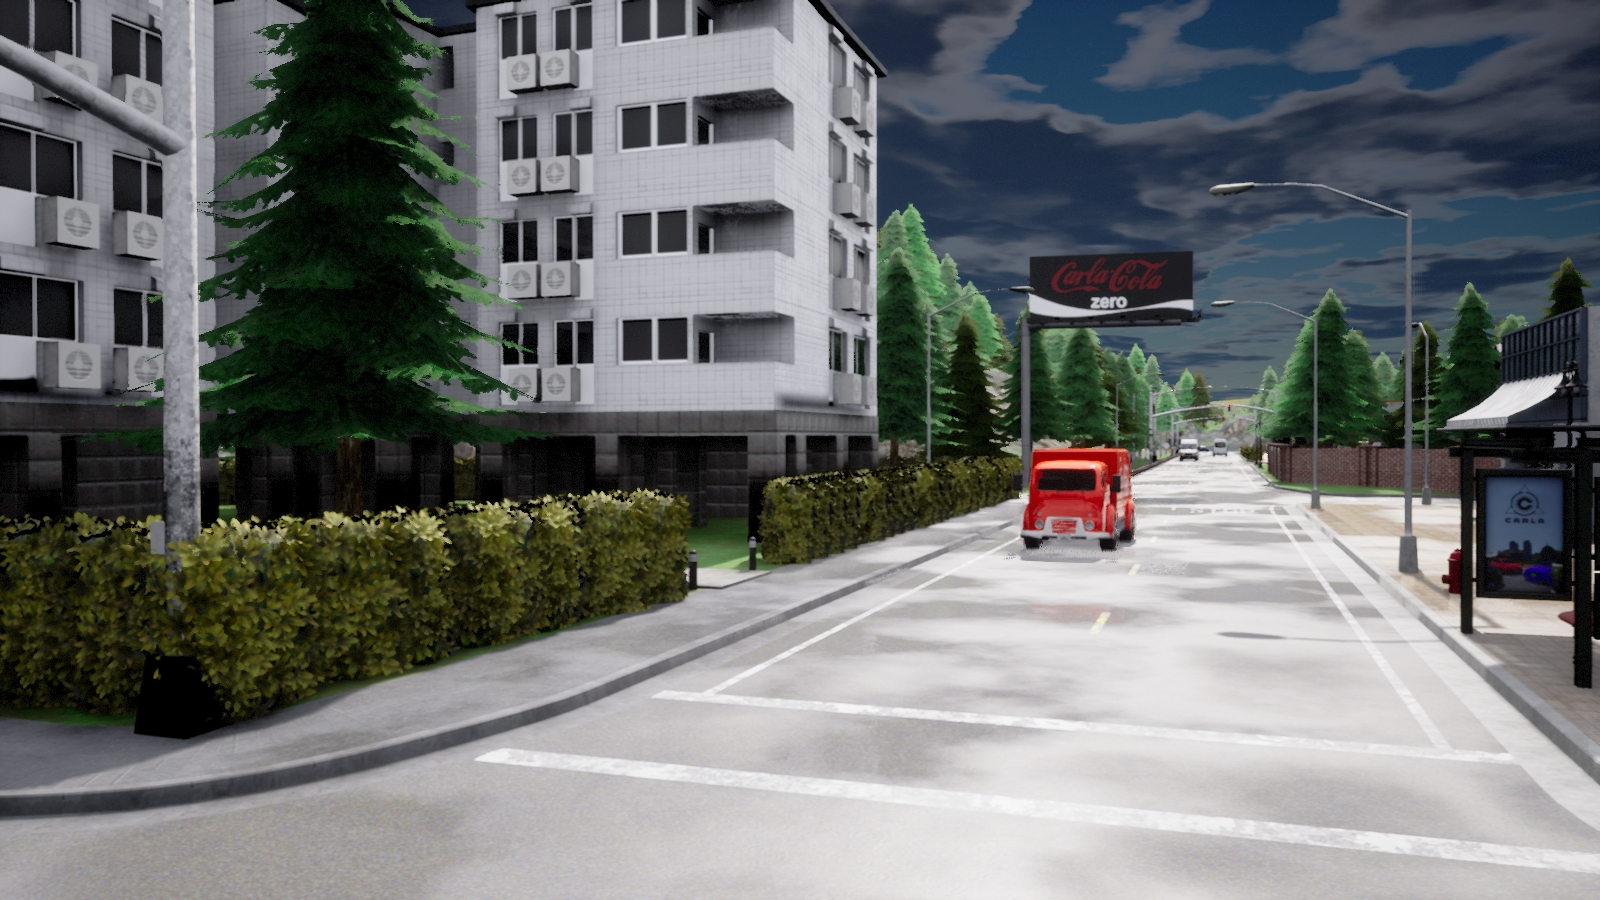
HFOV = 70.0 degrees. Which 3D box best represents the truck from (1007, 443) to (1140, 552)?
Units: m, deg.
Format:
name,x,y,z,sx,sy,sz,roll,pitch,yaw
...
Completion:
name,x,y,z,sx,sy,sz,roll,pitch,yaw
truck,7.070,1.069,29.031,2.627,2.467,5.204,0,1,21
